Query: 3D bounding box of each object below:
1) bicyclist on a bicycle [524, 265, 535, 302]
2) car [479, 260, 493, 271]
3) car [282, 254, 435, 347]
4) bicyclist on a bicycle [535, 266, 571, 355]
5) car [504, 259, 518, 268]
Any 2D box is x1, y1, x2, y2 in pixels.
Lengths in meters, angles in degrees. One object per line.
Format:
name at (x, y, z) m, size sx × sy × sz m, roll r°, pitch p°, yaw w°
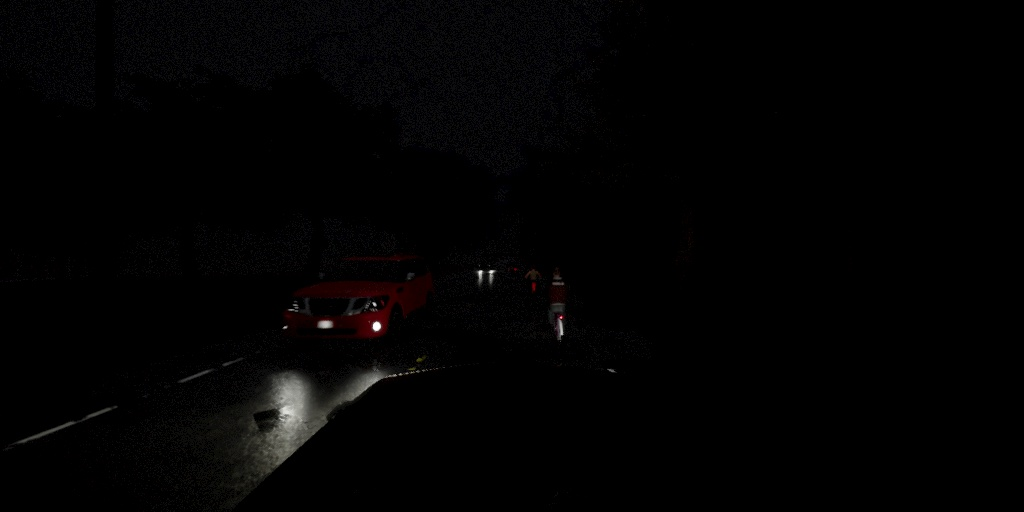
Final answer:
bicyclist on a bicycle at (0.944, 1.185, 15.829) m, size 0.866 × 1.612 × 1.509 m, roll 0°, pitch -1°, yaw 0°
car at (-3.669, 1.289, 51.127) m, size 1.837 × 1.490 × 4.892 m, roll 0°, pitch 0°, yaw 0°
car at (-3.611, 0.969, 9.694) m, size 2.150 × 2.045 × 5.566 m, roll 0°, pitch 0°, yaw 0°
bicyclist on a bicycle at (0.955, 1.119, 7.779) m, size 0.659 × 1.776 × 1.843 m, roll 0°, pitch 0°, yaw 0°
car at (0.005, 1.413, 62.824) m, size 1.895 × 1.301 × 4.718 m, roll 0°, pitch 0°, yaw 0°
